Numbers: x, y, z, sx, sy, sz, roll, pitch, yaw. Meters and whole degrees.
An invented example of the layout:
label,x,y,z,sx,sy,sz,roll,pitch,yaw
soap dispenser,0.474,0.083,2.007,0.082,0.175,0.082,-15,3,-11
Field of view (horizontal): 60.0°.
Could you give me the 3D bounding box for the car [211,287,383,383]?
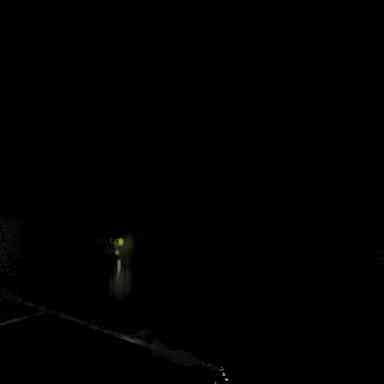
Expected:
label,x,y,z,sx,sy,sz,roll,pitch,yaw
car,2.666,1.211,1.476,5.566,2.045,2.150,-1,-1,36
